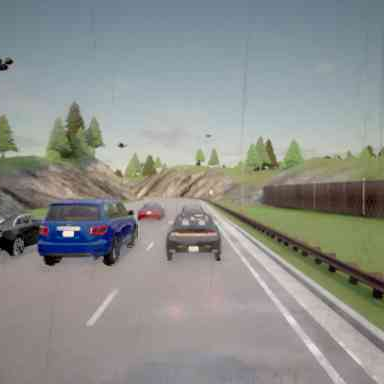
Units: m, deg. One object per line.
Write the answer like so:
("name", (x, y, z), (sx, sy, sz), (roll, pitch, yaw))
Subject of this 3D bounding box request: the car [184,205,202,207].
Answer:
("car", (0.067, 1.668, 26.529), (1.895, 1.301, 4.718), (0, 0, 0))

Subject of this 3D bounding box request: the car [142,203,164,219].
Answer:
("car", (-3.419, 1.636, 28.580), (1.994, 1.385, 4.181), (0, 0, 0))

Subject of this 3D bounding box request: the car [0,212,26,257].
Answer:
("car", (-6.927, 1.525, 12.986), (2.128, 1.511, 4.902), (0, 0, 0))

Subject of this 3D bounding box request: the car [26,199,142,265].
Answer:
("car", (-3.431, 1.254, 11.969), (2.150, 2.045, 5.566), (0, 0, 0))

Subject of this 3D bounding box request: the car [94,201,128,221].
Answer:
("car", (-6.919, 1.599, 28.964), (1.812, 1.442, 4.674), (0, 0, 0))

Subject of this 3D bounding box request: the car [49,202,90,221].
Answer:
("car", (-10.419, 1.636, 28.578), (1.994, 1.385, 4.181), (0, 0, 0))

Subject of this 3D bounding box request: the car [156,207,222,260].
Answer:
("car", (0.070, 1.523, 12.542), (2.128, 1.511, 4.902), (0, 0, 0))
